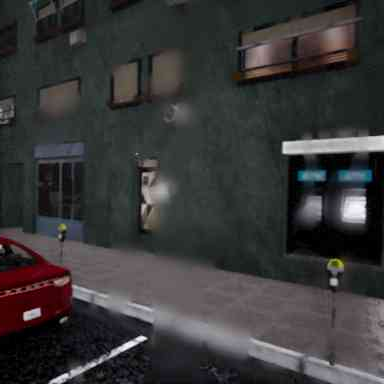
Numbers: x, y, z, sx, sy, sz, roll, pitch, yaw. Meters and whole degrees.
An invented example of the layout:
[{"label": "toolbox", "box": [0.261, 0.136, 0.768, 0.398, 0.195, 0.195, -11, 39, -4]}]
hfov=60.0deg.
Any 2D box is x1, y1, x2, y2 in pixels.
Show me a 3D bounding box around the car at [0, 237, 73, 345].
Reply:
[{"label": "car", "box": [-3.899, 1.416, 5.640, 4.507, 1.381, 1.887, 1, 1, 35]}]
